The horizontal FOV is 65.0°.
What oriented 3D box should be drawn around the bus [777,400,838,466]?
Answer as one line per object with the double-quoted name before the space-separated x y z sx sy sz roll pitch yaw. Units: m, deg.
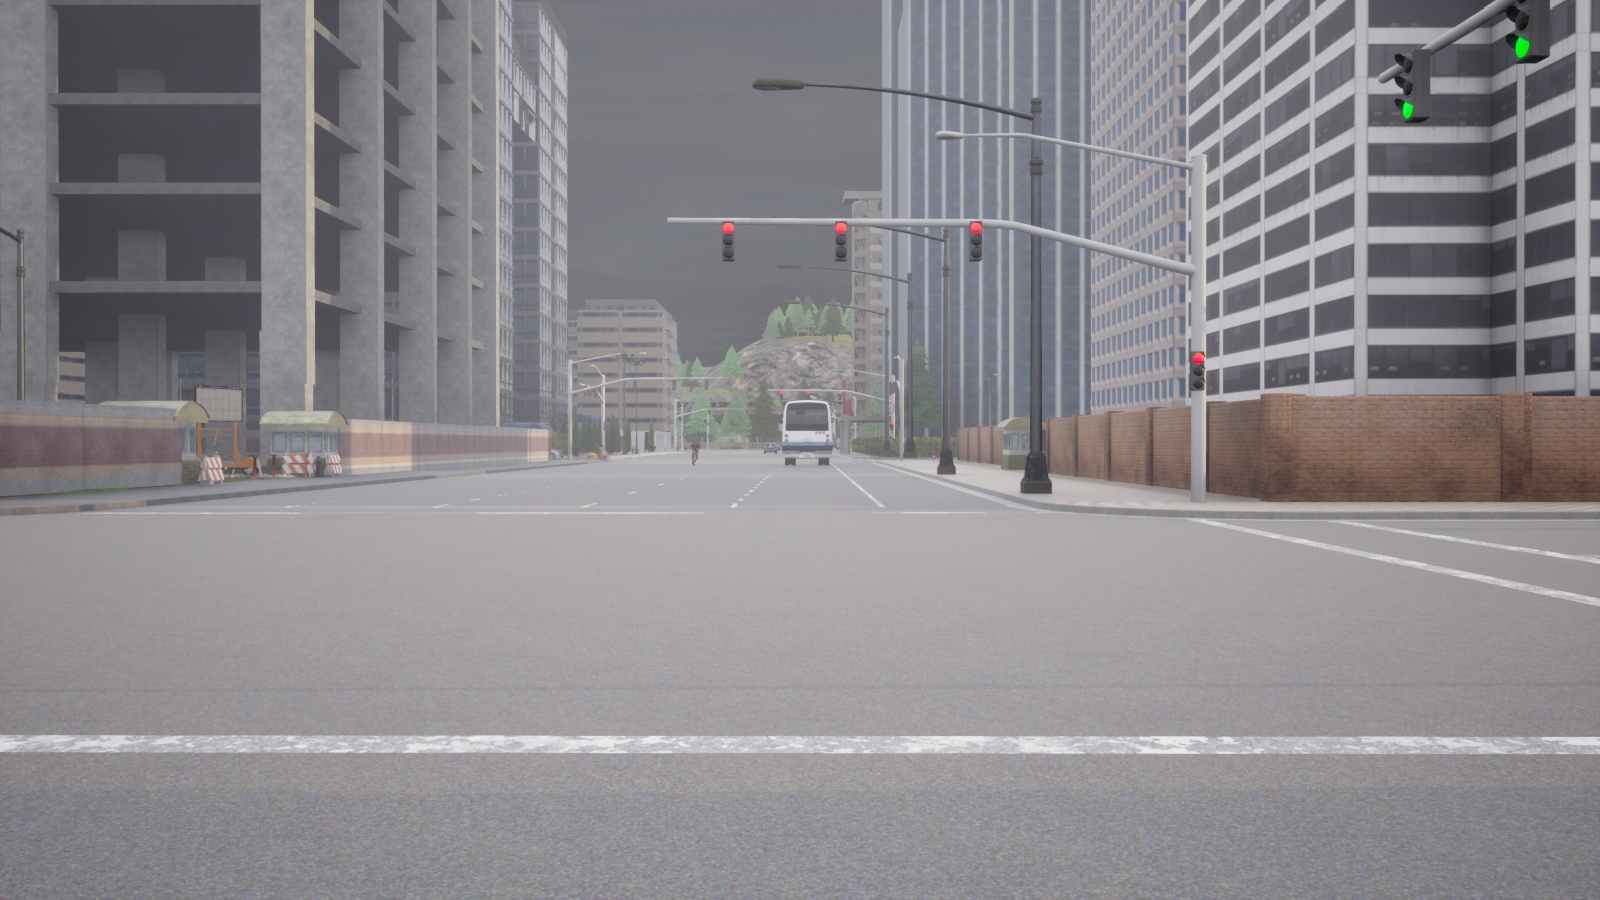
"bus" 0.487 -1.117 86.421 3.944 4.253 10.273 0 0 0
